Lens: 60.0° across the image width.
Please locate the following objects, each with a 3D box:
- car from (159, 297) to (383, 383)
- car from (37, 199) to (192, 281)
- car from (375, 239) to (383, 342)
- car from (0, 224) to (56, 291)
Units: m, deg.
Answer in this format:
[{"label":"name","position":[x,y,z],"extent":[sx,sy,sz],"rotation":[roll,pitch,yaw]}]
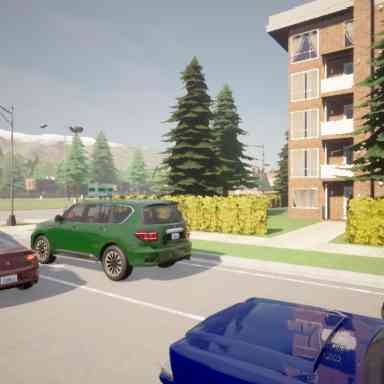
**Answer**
[{"label":"car","position":[2.036,1.601,2.543],"extent":[4.718,1.301,1.895],"rotation":[0,0,35]},{"label":"car","position":[-2.599,1.221,10.083],"extent":[5.566,2.045,2.150],"rotation":[0,0,36]},{"label":"car","position":[5.073,1.564,4.678],"extent":[4.181,1.385,1.994],"rotation":[0,0,35]},{"label":"car","position":[-5.403,1.526,7.790],"extent":[4.674,1.442,1.812],"rotation":[0,0,36]}]
